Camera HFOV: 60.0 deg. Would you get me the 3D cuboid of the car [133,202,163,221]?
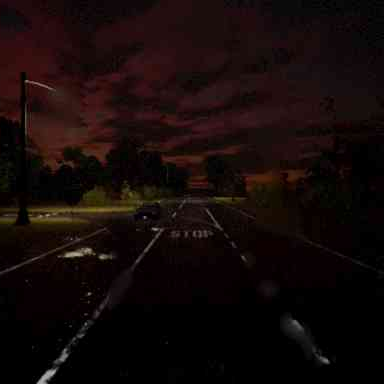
[{"bbox_3d":[-3.482,1.497,27.348,2.033,1.411,5.357,0,0,0],"label":"car"}]
